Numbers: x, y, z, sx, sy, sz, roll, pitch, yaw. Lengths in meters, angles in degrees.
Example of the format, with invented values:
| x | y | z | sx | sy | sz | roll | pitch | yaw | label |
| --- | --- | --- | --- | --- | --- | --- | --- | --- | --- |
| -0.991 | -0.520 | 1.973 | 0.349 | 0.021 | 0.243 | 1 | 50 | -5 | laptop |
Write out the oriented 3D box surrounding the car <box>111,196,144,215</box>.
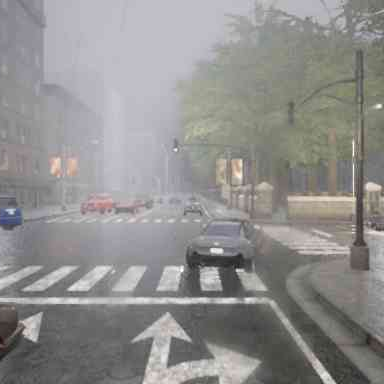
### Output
| x | y | z | sx | sy | sz | roll | pitch | yaw | label |
| --- | --- | --- | --- | --- | --- | --- | --- | --- | --- |
| -6.583 | 1.480 | 34.328 | 1.882 | 1.535 | 5.008 | 0 | 0 | 0 | car |

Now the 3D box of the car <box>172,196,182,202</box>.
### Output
| x | y | z | sx | sy | sz | roll | pitch | yaw | label |
| --- | --- | --- | --- | --- | --- | --- | --- | --- | --- |
| -3.244 | 1.487 | 73.120 | 1.895 | 1.301 | 4.718 | 0 | 0 | 0 | car |

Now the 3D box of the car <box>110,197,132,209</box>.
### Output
| x | y | z | sx | sy | sz | roll | pitch | yaw | label |
| --- | --- | --- | --- | --- | --- | --- | --- | --- | --- |
| -9.814 | 1.474 | 46.307 | 1.882 | 1.535 | 5.008 | 0 | 0 | 1 | car |

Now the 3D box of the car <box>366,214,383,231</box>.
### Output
| x | y | z | sx | sy | sz | roll | pitch | yaw | label |
| --- | --- | --- | --- | --- | --- | --- | --- | --- | --- |
| 12.515 | 1.581 | 18.919 | 4.892 | 1.490 | 1.837 | 0 | 0 | -1 | car |

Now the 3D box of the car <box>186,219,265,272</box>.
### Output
| x | y | z | sx | sy | sz | roll | pitch | yaw | label |
| --- | --- | --- | --- | --- | --- | --- | --- | --- | --- |
| 1.246 | 1.571 | 10.993 | 1.994 | 1.385 | 4.181 | 0 | 0 | 16 | car |

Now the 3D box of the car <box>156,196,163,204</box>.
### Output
| x | y | z | sx | sy | sz | roll | pitch | yaw | label |
| --- | --- | --- | --- | --- | --- | --- | --- | --- | --- |
| -6.504 | 1.481 | 62.397 | 2.128 | 1.511 | 4.902 | 0 | 0 | 0 | car |

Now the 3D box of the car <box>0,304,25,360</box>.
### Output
| x | y | z | sx | sy | sz | roll | pitch | yaw | label |
| --- | --- | --- | --- | --- | --- | --- | --- | --- | --- |
| -3.149 | 1.549 | 1.966 | 2.033 | 1.411 | 5.357 | 0 | 0 | 0 | car |

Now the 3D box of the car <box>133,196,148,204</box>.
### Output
| x | y | z | sx | sy | sz | roll | pitch | yaw | label |
| --- | --- | --- | --- | --- | --- | --- | --- | --- | --- |
| -9.750 | 1.535 | 63.368 | 2.033 | 1.411 | 5.357 | 0 | 0 | 0 | car |

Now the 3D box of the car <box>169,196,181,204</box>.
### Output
| x | y | z | sx | sy | sz | roll | pitch | yaw | label |
| --- | --- | --- | --- | --- | --- | --- | --- | --- | --- |
| -3.244 | 1.480 | 62.675 | 2.128 | 1.511 | 4.902 | 0 | 0 | 0 | car |

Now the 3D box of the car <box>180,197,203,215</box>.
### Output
| x | y | z | sx | sy | sz | roll | pitch | yaw | label |
| --- | --- | --- | --- | --- | --- | --- | --- | --- | --- |
| 0.102 | 1.549 | 34.057 | 2.033 | 1.411 | 5.357 | 0 | 0 | 0 | car |

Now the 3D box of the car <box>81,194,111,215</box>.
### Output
| x | y | z | sx | sy | sz | roll | pitch | yaw | label |
| --- | --- | --- | --- | --- | --- | --- | --- | --- | --- |
| -9.845 | 1.224 | 34.826 | 2.150 | 2.045 | 5.566 | 0 | 0 | -1 | car |

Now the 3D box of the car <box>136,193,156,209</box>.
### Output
| x | y | z | sx | sy | sz | roll | pitch | yaw | label |
| --- | --- | --- | --- | --- | --- | --- | --- | --- | --- |
| -6.570 | 1.216 | 44.559 | 2.150 | 2.045 | 5.566 | 0 | 0 | 1 | car |

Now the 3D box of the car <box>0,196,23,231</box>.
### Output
| x | y | z | sx | sy | sz | roll | pitch | yaw | label |
| --- | --- | --- | --- | --- | --- | --- | --- | --- | --- |
| -12.264 | 1.200 | 18.686 | 5.566 | 2.045 | 2.150 | 0 | -1 | 18 | car |
